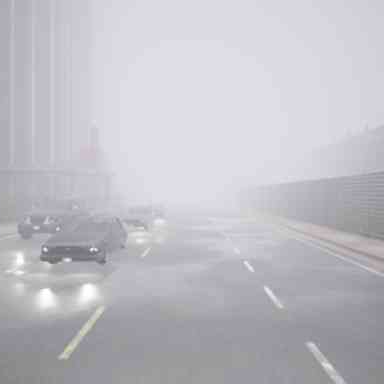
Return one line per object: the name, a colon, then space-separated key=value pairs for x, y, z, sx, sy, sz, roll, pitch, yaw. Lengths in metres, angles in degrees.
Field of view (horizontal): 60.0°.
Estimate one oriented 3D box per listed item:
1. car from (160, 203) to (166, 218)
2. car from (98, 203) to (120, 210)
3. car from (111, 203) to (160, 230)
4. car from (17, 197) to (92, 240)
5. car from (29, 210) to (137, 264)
car: x=-3.591 y=1.765 z=32.357 sx=1.895 sy=1.301 sz=4.718 roll=0 pitch=0 yaw=0
car: x=-7.094 y=1.692 z=29.552 sx=2.033 sy=1.411 sz=5.357 roll=0 pitch=0 yaw=1
car: x=-3.601 y=1.653 z=22.321 sx=2.033 sy=1.411 sz=5.357 roll=0 pitch=0 yaw=0
car: x=-7.100 y=1.299 z=17.954 sx=2.150 sy=2.045 sz=5.566 roll=0 pitch=0 yaw=0
car: x=-3.601 y=1.595 z=12.250 sx=2.033 sy=1.411 sz=5.357 roll=0 pitch=0 yaw=0
